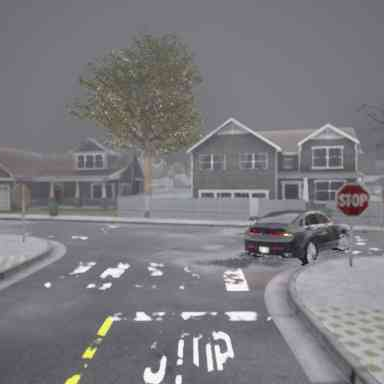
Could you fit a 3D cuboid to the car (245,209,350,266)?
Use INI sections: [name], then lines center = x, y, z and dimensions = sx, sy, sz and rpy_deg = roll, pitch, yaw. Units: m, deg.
[car]
center = 3.613, 1.342, 11.048
dimensions = 1.837, 1.490, 4.892
rpy_deg = -3, -2, 42
